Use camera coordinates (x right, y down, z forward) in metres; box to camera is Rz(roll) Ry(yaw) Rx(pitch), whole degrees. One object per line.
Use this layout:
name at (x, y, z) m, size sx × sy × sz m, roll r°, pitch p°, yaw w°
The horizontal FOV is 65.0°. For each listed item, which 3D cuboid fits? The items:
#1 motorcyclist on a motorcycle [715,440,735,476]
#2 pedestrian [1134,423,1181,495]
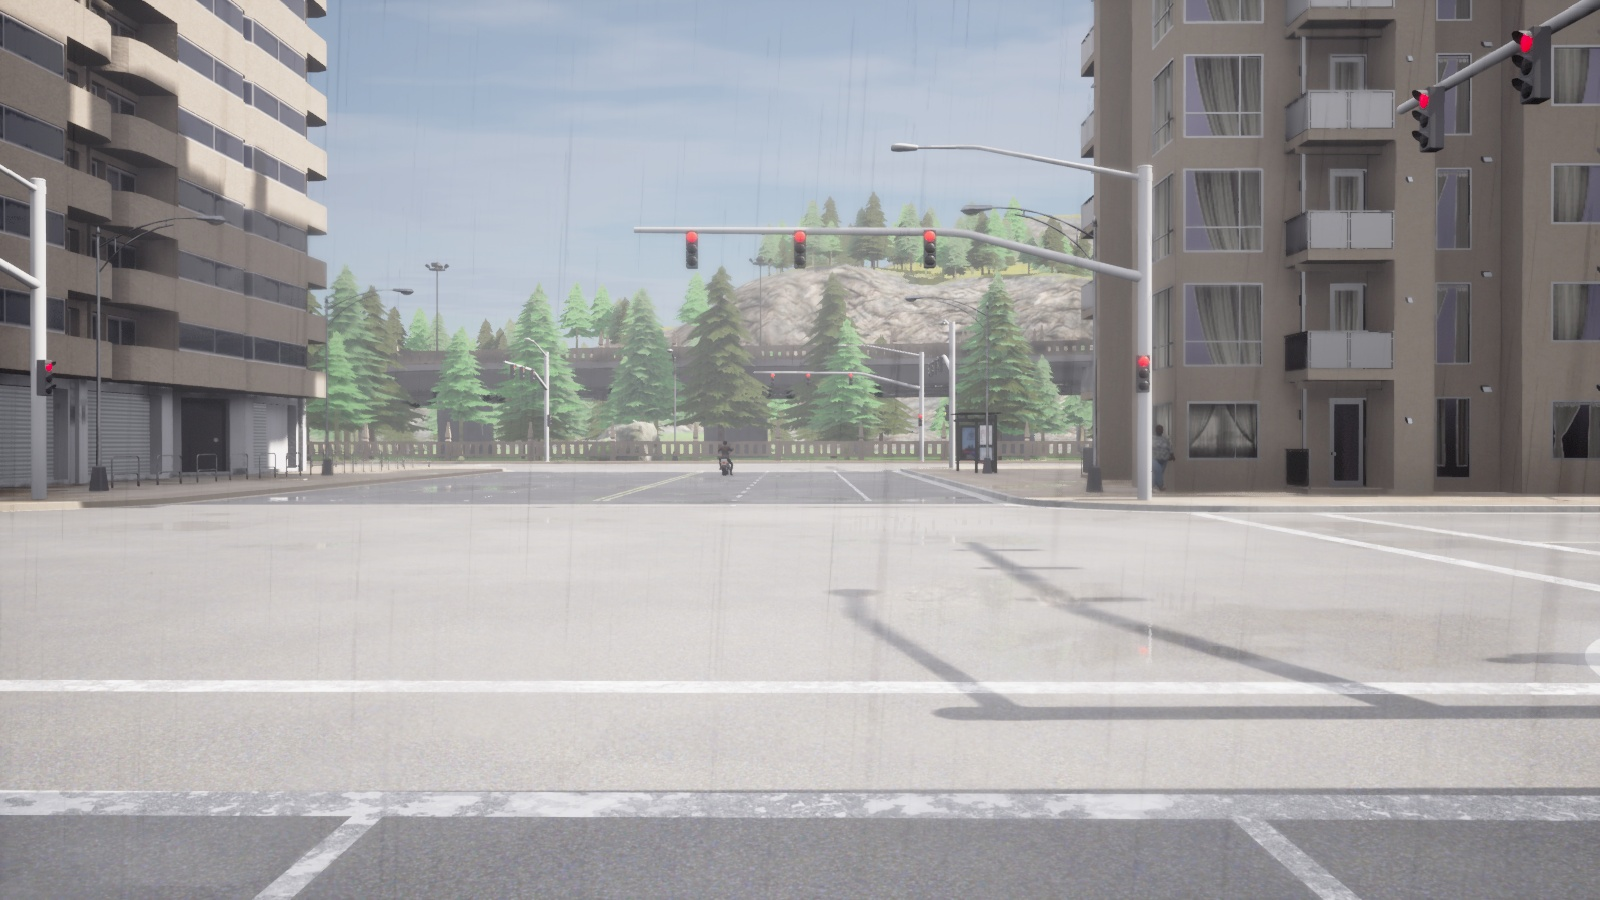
motorcyclist on a motorcycle at (-3.437, 0.367, 57.900) m, size 0.766 × 1.649 × 2.350 m, roll 0°, pitch 0°, yaw 0°
pedestrian at (9.375, 0.227, 32.915) m, size 0.874 × 1.855 × 0.900 m, roll 0°, pitch 0°, yaw -11°
